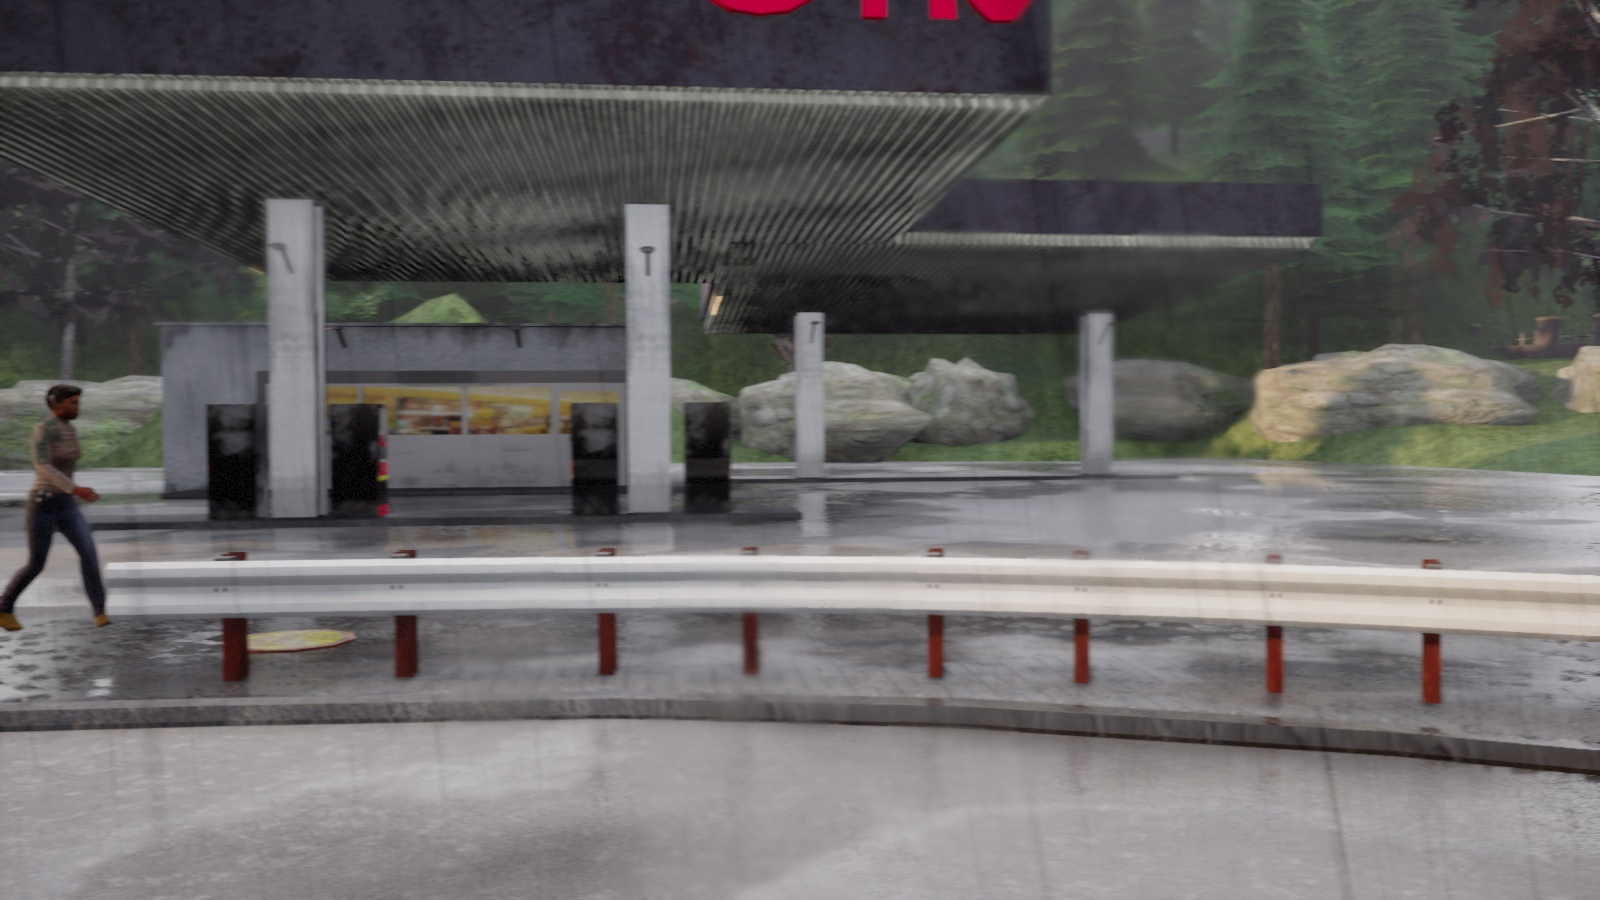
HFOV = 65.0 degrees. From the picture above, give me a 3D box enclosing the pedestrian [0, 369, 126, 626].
[{"bbox_3d":[-5.374,0.331,9.051,0.869,1.805,0.328,0,1,7],"label":"pedestrian"}]
